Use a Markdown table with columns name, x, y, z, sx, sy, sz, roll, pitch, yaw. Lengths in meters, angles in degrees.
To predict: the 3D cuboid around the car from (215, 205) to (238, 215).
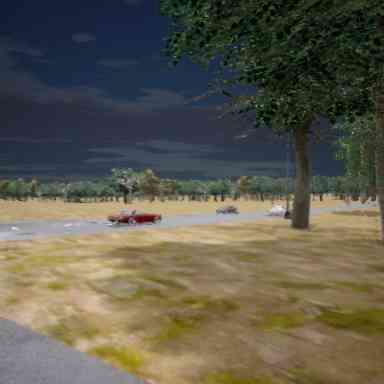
| name | x | y | z | sx | sy | sz | roll | pitch | yaw |
| --- | --- | --- | --- | --- | --- | --- | --- | --- | --- |
| car | 5.647 | 2.904 | 53.749 | 1.837 | 1.490 | 4.892 | 0 | 0 | 37 |

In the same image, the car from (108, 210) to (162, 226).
| name | x | y | z | sx | sy | sz | roll | pitch | yaw |
| --- | --- | --- | --- | --- | --- | --- | --- | --- | --- |
| car | -4.706 | 2.140 | 28.175 | 1.895 | 1.301 | 4.718 | 0 | -2 | 37 |

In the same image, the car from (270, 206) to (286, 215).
| name | x | y | z | sx | sy | sz | roll | pitch | yaw |
| --- | --- | --- | --- | --- | --- | --- | --- | --- | --- |
| car | 13.978 | 2.972 | 53.492 | 1.812 | 1.442 | 4.674 | 0 | -1 | 34 |
